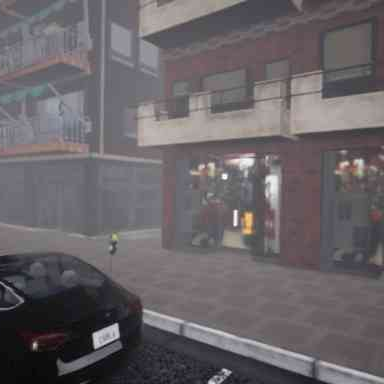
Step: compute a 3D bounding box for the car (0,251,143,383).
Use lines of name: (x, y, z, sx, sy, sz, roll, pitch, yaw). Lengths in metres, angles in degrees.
car: (-2.592, 1.530, 4.707, 4.313, 1.339, 1.947, 1, 1, 35)
